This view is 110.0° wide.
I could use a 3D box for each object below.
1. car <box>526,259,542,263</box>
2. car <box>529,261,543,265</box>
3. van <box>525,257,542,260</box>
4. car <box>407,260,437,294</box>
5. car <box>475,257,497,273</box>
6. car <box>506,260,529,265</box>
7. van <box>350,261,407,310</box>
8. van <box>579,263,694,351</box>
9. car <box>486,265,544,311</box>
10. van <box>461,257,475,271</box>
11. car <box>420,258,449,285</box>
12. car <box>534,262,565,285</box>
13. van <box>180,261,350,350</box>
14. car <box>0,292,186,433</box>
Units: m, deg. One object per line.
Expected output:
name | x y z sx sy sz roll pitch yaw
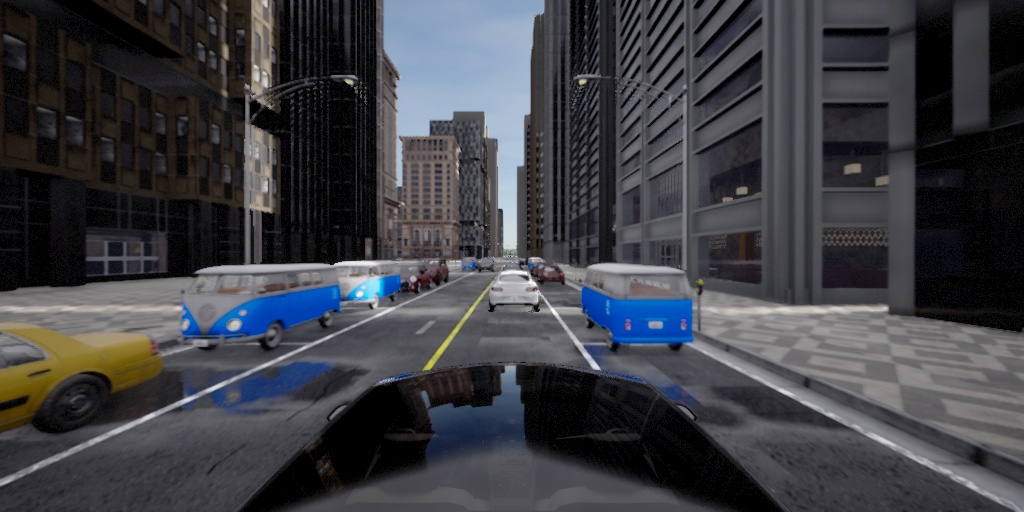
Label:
car | 2.762 1.302 36.941 1.948 1.339 4.313 0 0 0
car | 2.762 1.321 31.301 1.802 1.307 4.207 0 0 0
van | 2.762 1.075 42.582 1.690 1.789 3.998 0 0 0
car | -5.763 1.183 20.014 1.967 1.591 4.097 0 0 0
car | -3.090 1.239 43.589 1.837 1.490 4.892 0 0 0
car | 0.086 1.303 29.388 1.994 1.385 4.181 0 0 0
van | -5.763 1.086 14.374 1.690 1.789 3.998 0 0 0
van | 2.762 1.088 8.738 1.690 1.789 3.998 0 0 0
car | 0.088 1.271 14.294 1.812 1.442 4.674 0 0 0
van | -5.763 1.072 48.220 1.690 1.789 3.998 0 0 0
car | -5.763 1.056 25.656 2.192 1.841 5.009 0 0 0
car | 2.762 1.323 25.660 1.802 1.307 4.207 0 0 0
van | -5.763 1.088 8.733 1.690 1.789 3.998 0 0 0
car | -5.763 1.275 2.922 1.751 1.417 4.829 0 0 0
